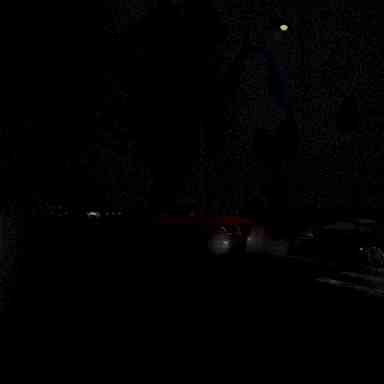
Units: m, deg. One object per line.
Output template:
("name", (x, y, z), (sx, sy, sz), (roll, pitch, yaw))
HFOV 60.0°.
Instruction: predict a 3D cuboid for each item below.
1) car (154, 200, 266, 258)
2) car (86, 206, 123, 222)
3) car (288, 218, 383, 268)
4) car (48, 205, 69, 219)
("car", (0.452, 1.343, 13.771), (2.150, 2.045, 5.566), (0, -1, -35))
("car", (-8.391, 2.023, 31.619), (2.033, 1.411, 5.357), (0, -1, -35))
("car", (5.485, 1.616, 11.709), (1.994, 1.385, 4.181), (0, -1, -35))
("car", (-14.425, 2.128, 35.161), (1.812, 1.442, 4.674), (0, -1, -35))
